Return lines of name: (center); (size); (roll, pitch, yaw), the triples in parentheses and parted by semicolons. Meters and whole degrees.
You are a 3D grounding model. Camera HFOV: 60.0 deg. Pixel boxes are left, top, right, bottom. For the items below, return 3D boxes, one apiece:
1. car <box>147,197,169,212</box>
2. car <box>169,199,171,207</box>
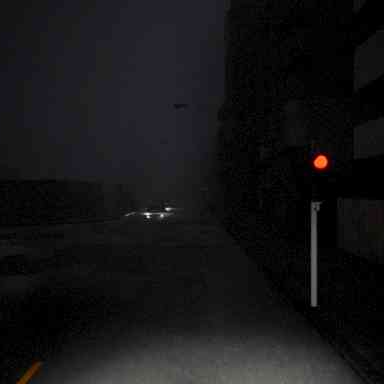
car: (-4.187, 1.478, 39.509); (1.882, 1.535, 5.008); (0, 0, 0)
car: (-4.178, 1.505, 49.536); (1.837, 1.490, 4.892); (0, 0, 1)
